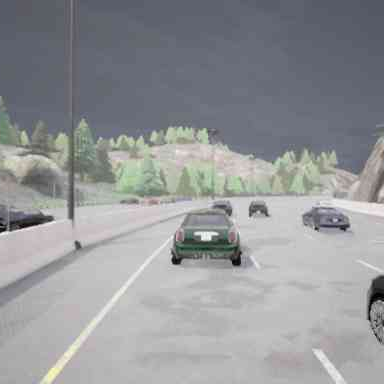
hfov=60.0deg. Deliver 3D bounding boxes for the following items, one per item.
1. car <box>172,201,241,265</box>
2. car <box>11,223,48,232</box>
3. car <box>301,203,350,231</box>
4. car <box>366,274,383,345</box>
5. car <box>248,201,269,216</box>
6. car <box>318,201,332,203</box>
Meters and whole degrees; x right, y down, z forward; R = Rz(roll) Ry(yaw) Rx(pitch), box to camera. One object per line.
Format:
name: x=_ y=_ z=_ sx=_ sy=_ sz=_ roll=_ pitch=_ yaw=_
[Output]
car: x=0.557 y=1.389 z=12.017 sx=2.097 sy=1.767 sz=4.553 roll=0 pitch=0 yaw=4
car: x=-9.676 y=1.610 z=18.479 sx=1.895 sy=1.301 sz=4.718 roll=0 pitch=0 yaw=6
car: x=8.371 y=1.649 z=21.248 sx=2.033 sy=1.411 sz=5.357 roll=0 pitch=0 yaw=7
car: x=3.690 y=1.520 z=3.431 sx=2.128 sy=1.511 sz=4.902 roll=0 pitch=0 yaw=1
car: x=6.756 y=1.637 z=33.880 sx=1.837 sy=1.490 sz=4.892 roll=0 pitch=0 yaw=11
car: x=14.389 y=1.698 z=36.127 sx=1.812 sy=1.442 sz=4.674 roll=0 pitch=0 yaw=12
